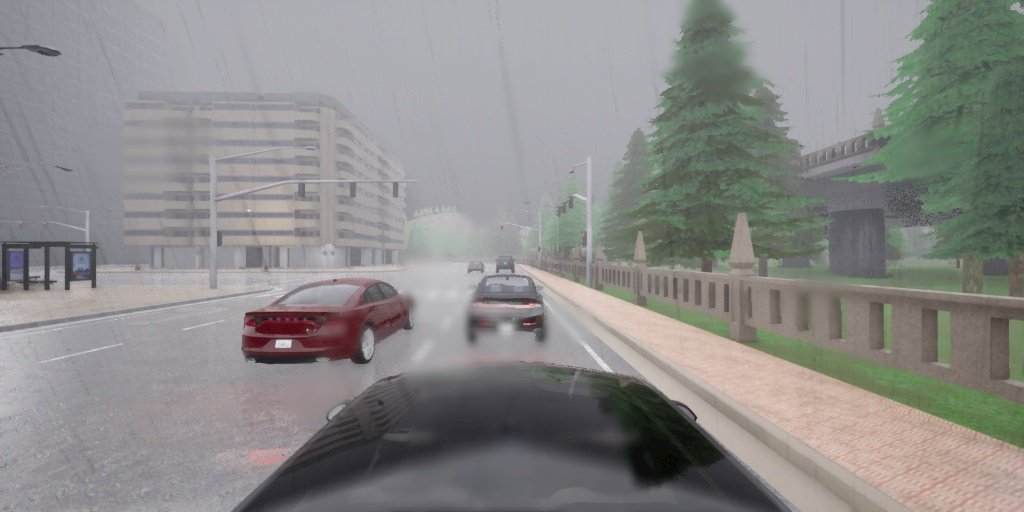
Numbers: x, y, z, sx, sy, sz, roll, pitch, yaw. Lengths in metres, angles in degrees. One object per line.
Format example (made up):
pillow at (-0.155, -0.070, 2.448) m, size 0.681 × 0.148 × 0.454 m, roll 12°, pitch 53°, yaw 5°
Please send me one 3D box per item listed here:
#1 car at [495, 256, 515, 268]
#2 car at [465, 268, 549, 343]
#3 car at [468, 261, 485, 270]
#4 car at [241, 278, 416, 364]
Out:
car at (-0.830, 0.972, 43.872) m, size 2.150 × 2.045 × 5.566 m, roll 0°, pitch 0°, yaw -1°
car at (-0.128, 1.242, 9.667) m, size 2.128 × 1.511 × 4.902 m, roll 0°, pitch 0°, yaw -1°
car at (-4.342, 1.298, 43.816) m, size 2.033 × 1.411 × 5.357 m, roll 0°, pitch 0°, yaw -1°
car at (-3.596, 1.228, 8.105) m, size 1.882 × 1.535 × 5.008 m, roll 0°, pitch 0°, yaw 0°
